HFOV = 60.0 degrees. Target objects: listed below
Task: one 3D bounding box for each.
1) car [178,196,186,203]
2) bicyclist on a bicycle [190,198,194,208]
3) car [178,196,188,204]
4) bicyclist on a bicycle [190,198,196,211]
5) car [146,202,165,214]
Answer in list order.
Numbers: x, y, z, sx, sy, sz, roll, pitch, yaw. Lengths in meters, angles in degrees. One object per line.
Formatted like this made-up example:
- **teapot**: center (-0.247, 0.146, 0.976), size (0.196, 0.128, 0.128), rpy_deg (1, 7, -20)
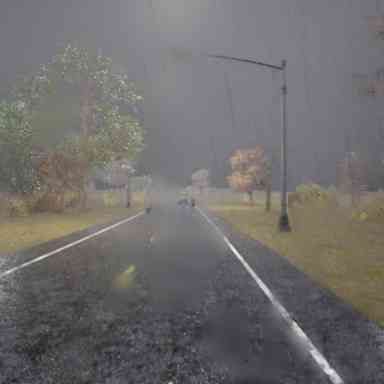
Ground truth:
- **car**: center (-2.411, 1.856, 81.323), size (1.837, 1.490, 4.892), rpy_deg (0, 0, -3)
- **bicyclist on a bicycle**: center (-0.078, 1.732, 52.726), size (0.582, 1.620, 1.656), rpy_deg (0, -1, -2)
- **car**: center (-1.848, 1.864, 70.686), size (1.837, 1.490, 4.892), rpy_deg (0, 0, -3)
- **bicyclist on a bicycle**: center (0.239, 1.685, 43.714), size (0.582, 1.620, 1.656), rpy_deg (0, -1, -2)
- **car**: center (-4.149, 1.806, 38.138), size (1.895, 1.301, 4.718), rpy_deg (0, 0, -2)
